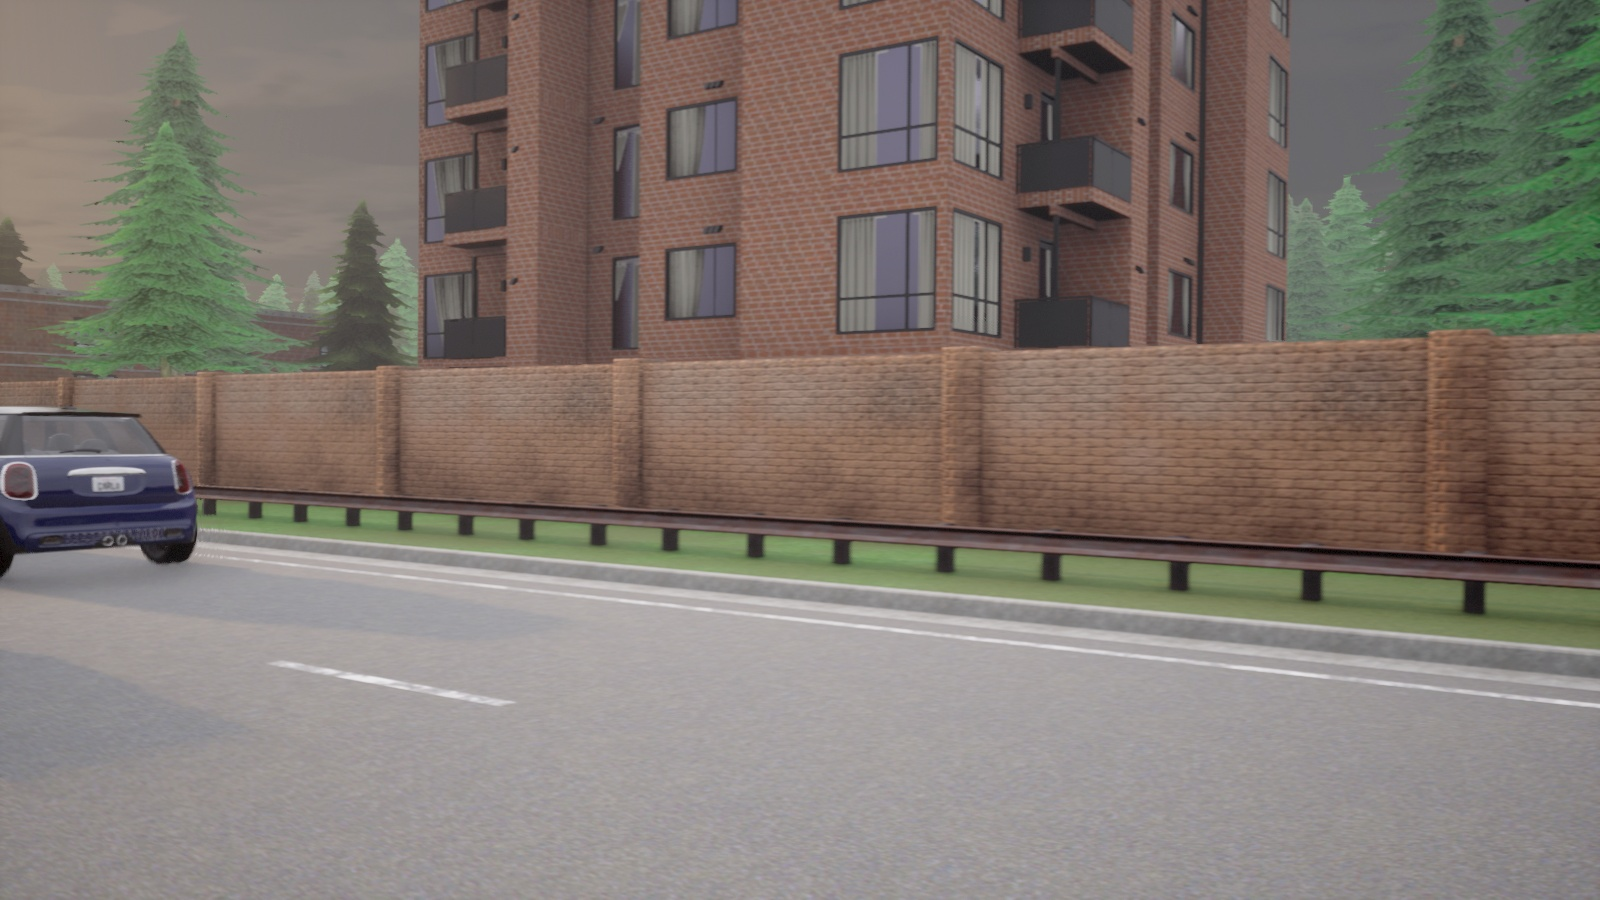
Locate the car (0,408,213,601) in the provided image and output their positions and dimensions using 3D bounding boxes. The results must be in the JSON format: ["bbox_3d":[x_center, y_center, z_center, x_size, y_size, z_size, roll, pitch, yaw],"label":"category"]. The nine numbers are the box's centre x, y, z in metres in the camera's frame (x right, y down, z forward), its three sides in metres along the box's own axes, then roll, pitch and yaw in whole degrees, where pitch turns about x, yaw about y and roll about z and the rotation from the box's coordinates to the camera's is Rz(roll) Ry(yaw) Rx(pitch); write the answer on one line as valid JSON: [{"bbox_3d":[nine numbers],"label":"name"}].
[{"bbox_3d":[-8.650,0.483,13.569,4.553,1.767,2.097,0,1,34],"label":"car"}]
